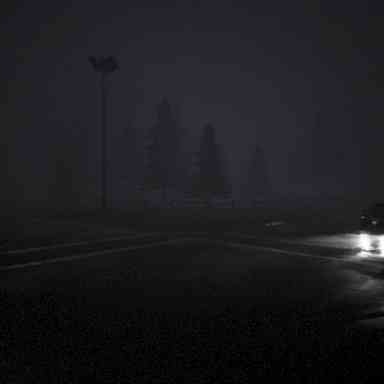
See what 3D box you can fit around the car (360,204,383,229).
[{"bbox_3d":[11.968,1.483,20.711,2.128,1.511,4.902,0,0,41],"label":"car"}]
